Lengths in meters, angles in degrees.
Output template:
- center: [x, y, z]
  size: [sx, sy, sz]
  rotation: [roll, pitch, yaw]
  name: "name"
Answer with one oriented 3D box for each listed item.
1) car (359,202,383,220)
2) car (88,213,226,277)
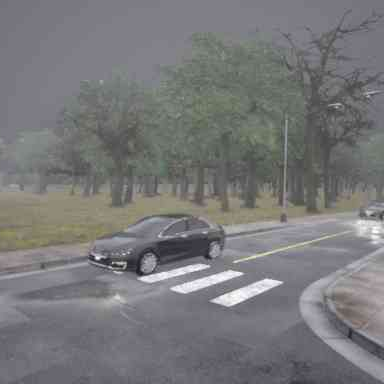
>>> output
- center: [16.956, 1.706, 30.708]
  size: [2.128, 1.511, 4.902]
  rotation: [2, 1, 41]
  name: "car"
- center: [-0.839, 1.474, 10.439]
  size: [1.837, 1.490, 4.892]
  rotation: [2, 1, 41]
  name: "car"
